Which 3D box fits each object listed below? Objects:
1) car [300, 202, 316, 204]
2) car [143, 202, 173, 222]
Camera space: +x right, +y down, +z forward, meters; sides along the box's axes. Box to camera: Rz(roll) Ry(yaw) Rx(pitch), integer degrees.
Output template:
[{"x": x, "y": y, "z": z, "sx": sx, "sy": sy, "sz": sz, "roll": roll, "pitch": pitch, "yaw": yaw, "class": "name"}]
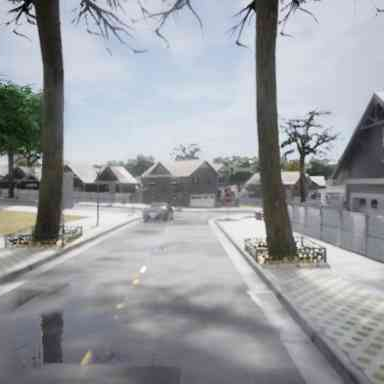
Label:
[{"x": 19.534, "y": 2.349, "z": 56.130, "sx": 5.008, "sy": 1.535, "sz": 1.882, "roll": 1, "pitch": 0, "yaw": -43, "class": "car"}, {"x": -2.715, "y": 1.620, "z": 27.324, "sx": 2.128, "sy": 1.511, "sz": 4.902, "roll": 0, "pitch": -1, "yaw": 5, "class": "car"}]
